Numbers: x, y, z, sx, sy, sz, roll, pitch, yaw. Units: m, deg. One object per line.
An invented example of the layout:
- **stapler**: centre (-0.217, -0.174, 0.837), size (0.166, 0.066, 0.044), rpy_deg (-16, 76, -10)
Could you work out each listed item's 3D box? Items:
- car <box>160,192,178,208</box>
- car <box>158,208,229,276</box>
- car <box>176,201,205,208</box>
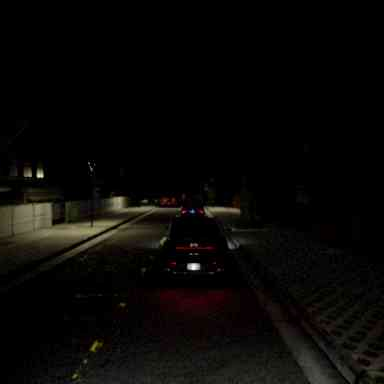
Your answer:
- **car**: centre (-3.096, 1.051, 45.778), size (2.150, 2.045, 5.566), rpy_deg (0, 1, -2)
- **car**: centre (0.058, 1.471, 10.204), size (1.837, 1.490, 4.892), rpy_deg (0, 1, 0)
- **car**: centre (0.067, 1.452, 26.357), size (2.033, 1.411, 5.357), rpy_deg (0, 0, 0)
